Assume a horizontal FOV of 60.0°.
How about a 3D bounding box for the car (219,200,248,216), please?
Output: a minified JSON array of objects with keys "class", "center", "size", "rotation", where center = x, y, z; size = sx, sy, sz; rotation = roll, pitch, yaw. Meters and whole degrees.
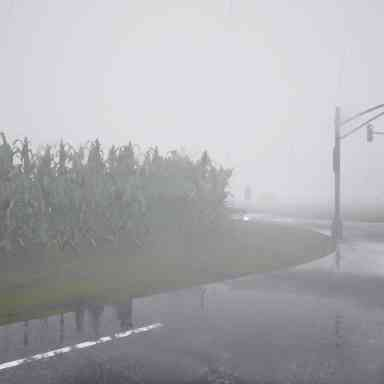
[{"class":"car","center":[3.143,1.501,31.939],"size":[2.033,1.411,5.357],"rotation":[1,0,-26]}]
